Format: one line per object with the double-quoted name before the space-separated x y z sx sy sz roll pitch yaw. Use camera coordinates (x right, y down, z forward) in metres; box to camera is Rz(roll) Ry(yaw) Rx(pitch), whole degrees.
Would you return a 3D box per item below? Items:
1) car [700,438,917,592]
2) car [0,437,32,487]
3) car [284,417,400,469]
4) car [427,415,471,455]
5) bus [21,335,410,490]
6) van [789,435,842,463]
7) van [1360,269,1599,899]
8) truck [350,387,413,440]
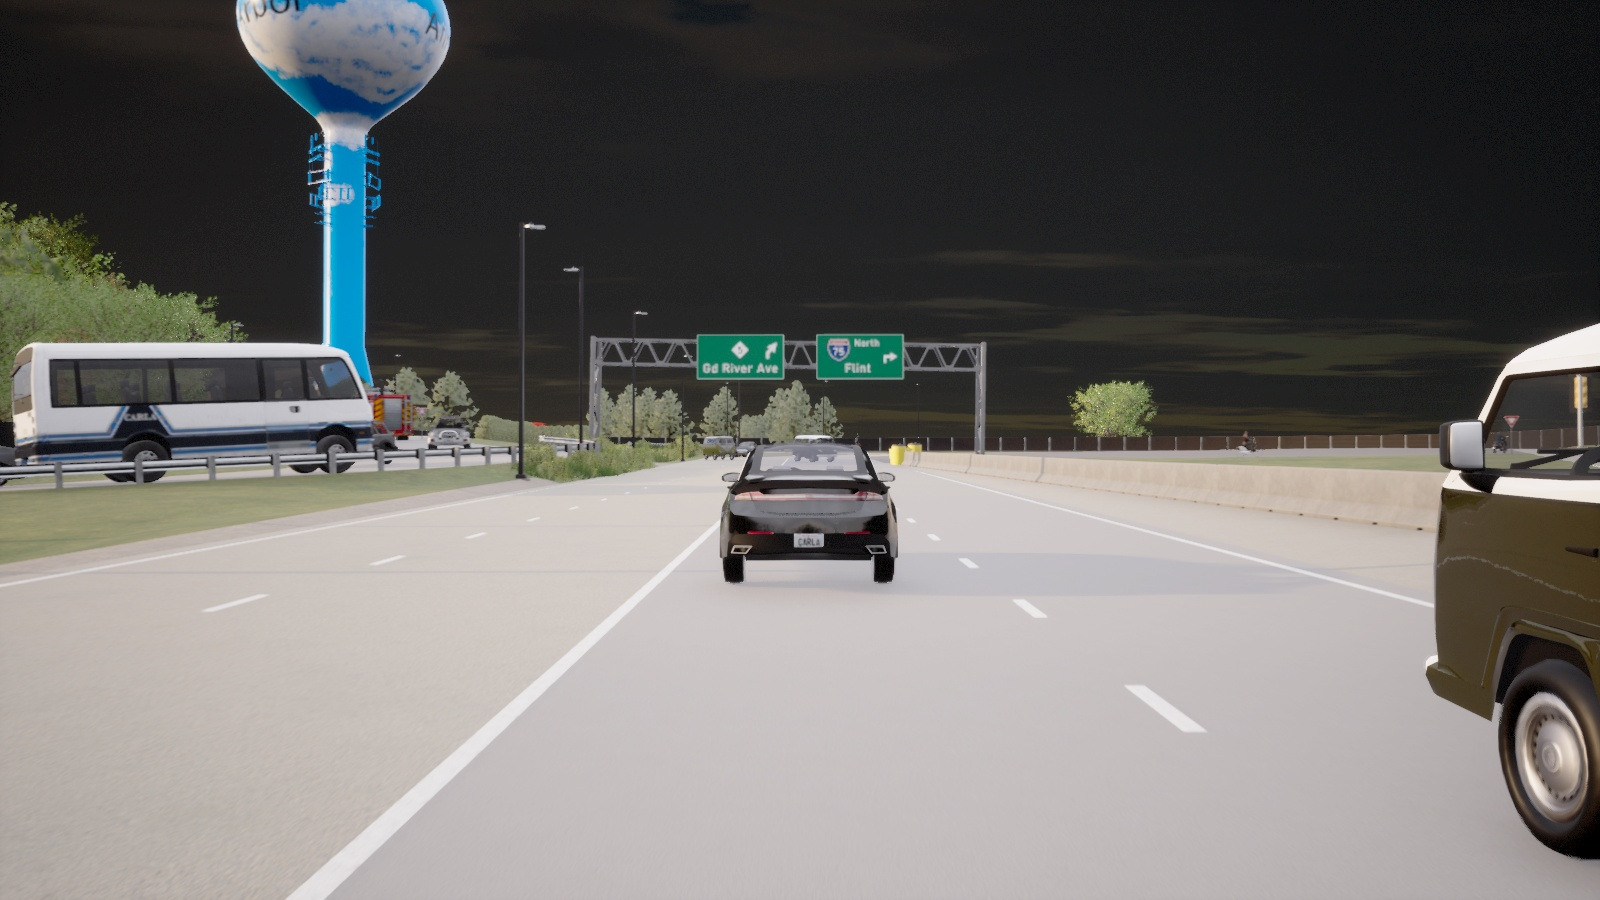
"car" 0.100 0.624 14.763 2.128 1.511 4.902 0 0 0
"car" -26.087 0.443 37.751 4.792 1.488 2.163 -3 1 -41
"car" -17.688 -0.302 48.748 1.932 1.855 4.605 0 2 15
"car" -17.174 -0.771 61.598 1.932 1.855 4.605 0 2 -14
"bus" -18.261 -1.280 39.887 10.273 4.253 3.944 -4 0 -42
"van" 1.139 -0.104 94.037 2.069 2.038 4.480 -1 1 -28
"van" 3.535 0.455 3.384 2.069 2.038 4.480 0 0 0
"truck" -31.476 -2.739 94.204 2.891 3.827 8.468 -1 2 -30
